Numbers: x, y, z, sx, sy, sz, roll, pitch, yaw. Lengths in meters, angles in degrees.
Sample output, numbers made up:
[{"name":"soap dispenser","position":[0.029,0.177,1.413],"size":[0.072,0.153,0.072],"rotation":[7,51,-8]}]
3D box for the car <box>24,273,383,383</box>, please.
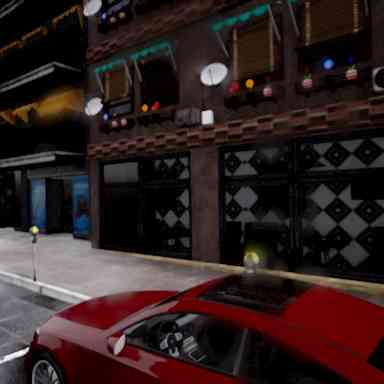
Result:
[{"name":"car","position":[0.370,1.523,3.029],"size":[4.674,1.442,1.812],"rotation":[0,0,36]}]
